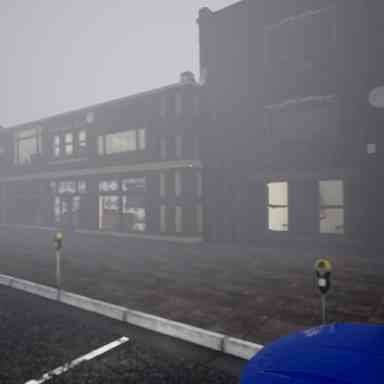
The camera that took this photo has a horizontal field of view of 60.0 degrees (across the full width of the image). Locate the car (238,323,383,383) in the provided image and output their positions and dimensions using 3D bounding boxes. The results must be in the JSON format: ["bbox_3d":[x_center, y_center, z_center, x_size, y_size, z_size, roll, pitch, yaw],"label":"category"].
[{"bbox_3d":[2.589,1.465,1.584,5.008,1.535,1.882,-1,0,35],"label":"car"}]
